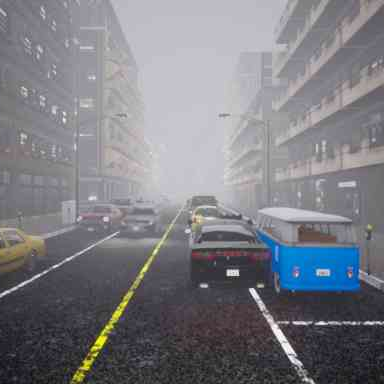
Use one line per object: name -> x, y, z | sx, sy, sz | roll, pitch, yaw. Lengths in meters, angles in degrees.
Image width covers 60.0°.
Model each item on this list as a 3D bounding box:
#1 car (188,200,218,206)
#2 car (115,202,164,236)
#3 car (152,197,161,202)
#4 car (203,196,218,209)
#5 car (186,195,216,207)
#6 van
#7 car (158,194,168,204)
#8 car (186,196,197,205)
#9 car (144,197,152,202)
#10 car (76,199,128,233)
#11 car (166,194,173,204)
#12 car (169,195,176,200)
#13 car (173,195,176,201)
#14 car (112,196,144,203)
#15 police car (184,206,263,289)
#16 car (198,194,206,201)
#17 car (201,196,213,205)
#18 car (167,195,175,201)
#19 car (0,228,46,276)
car -> 0.825, 1.458, 19.367 | 1.801, 1.575, 5.366 | 0, 0, 0
car -> -2.750, 1.528, 18.671 | 1.812, 1.442, 4.674 | 0, 0, 0
car -> -5.308, 1.587, 41.650 | 1.802, 1.307, 4.206 | 1, 0, 0
car -> 2.574, 1.445, 47.220 | 1.967, 1.590, 4.097 | 1, 0, 0
car -> 0.825, 1.228, 25.208 | 2.150, 2.045, 5.566 | 0, 0, 0
van -> 2.577, 1.342, 8.376 | 1.690, 1.788, 3.998 | 1, 0, 0
car -> -5.307, 1.530, 52.578 | 1.752, 1.417, 4.829 | 1, 0, 0
car -> -0.002, 1.482, 59.284 | 1.882, 1.535, 5.008 | 0, 0, 0
car -> -5.304, 1.319, 30.552 | 2.192, 1.841, 5.009 | 1, 0, 0
car -> -5.305, 1.443, 19.454 | 1.967, 1.590, 4.097 | 1, 0, 0
car -> -5.305, 1.319, 63.846 | 2.192, 1.841, 5.009 | 1, 0, 0
car -> -5.310, 1.584, 91.591 | 1.802, 1.307, 4.206 | 1, 0, 0
car -> -5.309, 1.554, 74.944 | 2.008, 1.369, 4.403 | 1, 0, 0
car -> -5.303, 1.319, 25.003 | 2.192, 1.841, 5.009 | 1, 0, 0
police car -> 0.826, 1.427, 9.286 | 1.930, 1.638, 5.238 | 0, 0, 0
car -> 2.572, 1.442, 86.064 | 1.967, 1.590, 4.097 | 1, 0, 0
car -> 2.573, 1.530, 58.488 | 1.752, 1.417, 4.829 | 1, 0, 0
car -> -5.310, 1.584, 86.042 | 1.802, 1.307, 4.206 | 1, 0, 0
car -> -5.305, 1.527, 8.186 | 1.752, 1.417, 4.829 | 1, 0, 0
